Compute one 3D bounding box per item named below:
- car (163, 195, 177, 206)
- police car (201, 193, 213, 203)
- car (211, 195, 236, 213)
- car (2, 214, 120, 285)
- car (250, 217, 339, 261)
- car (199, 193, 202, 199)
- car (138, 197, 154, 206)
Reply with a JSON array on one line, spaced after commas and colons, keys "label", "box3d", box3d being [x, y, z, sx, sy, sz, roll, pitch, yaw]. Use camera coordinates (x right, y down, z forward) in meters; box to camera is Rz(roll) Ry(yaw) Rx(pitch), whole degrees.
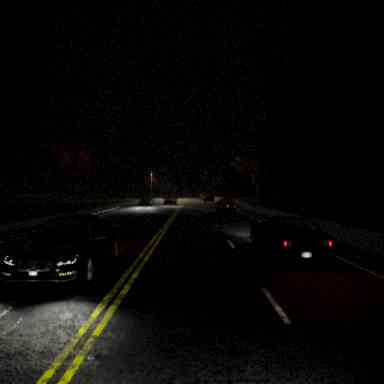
[{"label": "car", "box3d": [-3.308, 1.239, 50.794, 1.882, 1.535, 5.008, 0, 0, 0]}, {"label": "police car", "box3d": [3.270, 1.161, 63.816, 1.930, 1.638, 5.238, 0, 0, 0]}, {"label": "car", "box3d": [3.361, 1.366, 33.844, 2.033, 1.411, 5.357, 0, 0, 0]}, {"label": "car", "box3d": [-3.346, 1.446, 9.430, 1.837, 1.490, 4.892, 0, 0, 0]}, {"label": "car", "box3d": [3.354, 1.528, 11.929, 1.895, 1.301, 4.718, 0, 0, 0]}, {"label": "car", "box3d": [3.274, 1.070, 74.677, 2.097, 1.767, 4.553, 0, 0, 0]}, {"label": "car", "box3d": [-6.568, 1.371, 47.745, 1.895, 1.301, 4.718, 0, 0, 0]}]
